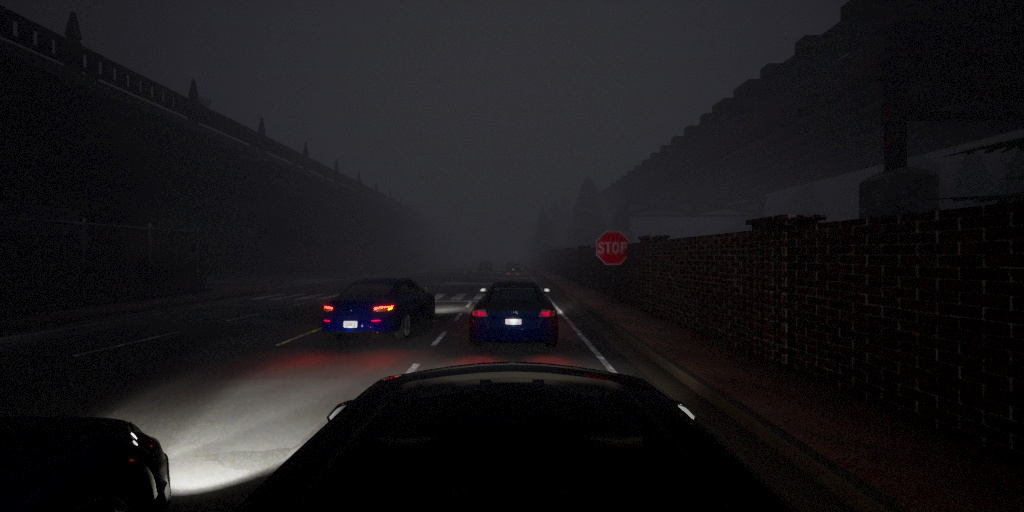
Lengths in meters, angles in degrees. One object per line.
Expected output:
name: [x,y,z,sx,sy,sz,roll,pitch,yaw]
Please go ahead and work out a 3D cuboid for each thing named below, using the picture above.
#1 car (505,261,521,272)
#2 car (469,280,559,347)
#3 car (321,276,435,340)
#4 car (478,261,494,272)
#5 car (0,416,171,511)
car: [0.115,1.351,46.149,1.895,1.301,4.718,0,0,-1]
car: [0.072,1.314,9.335,1.994,1.385,4.181,0,0,1]
car: [-3.410,1.276,9.859,1.812,1.442,4.674,0,0,0]
car: [-3.380,1.297,45.981,2.033,1.411,5.357,0,0,-1]
car: [-3.399,1.314,0.763,1.994,1.385,4.181,0,0,0]
